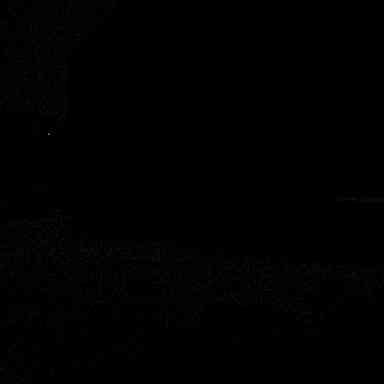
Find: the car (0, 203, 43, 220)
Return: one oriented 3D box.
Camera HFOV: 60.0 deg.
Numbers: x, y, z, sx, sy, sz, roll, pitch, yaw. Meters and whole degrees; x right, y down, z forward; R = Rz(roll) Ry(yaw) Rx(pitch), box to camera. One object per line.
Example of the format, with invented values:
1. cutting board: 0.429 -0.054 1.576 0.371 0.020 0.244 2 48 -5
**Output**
1. car: -14.826 1.575 27.341 1.752 1.417 4.829 -1 -1 36
